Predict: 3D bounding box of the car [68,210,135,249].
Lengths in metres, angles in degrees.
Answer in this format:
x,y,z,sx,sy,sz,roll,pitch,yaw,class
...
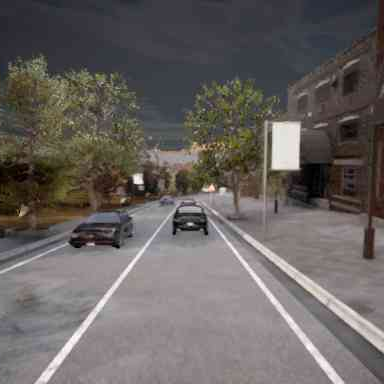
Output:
x,y,z,sx,sy,sz,roll,pitch,yaw,class
-3.766,1.543,14.925,2.033,1.411,5.357,0,0,-1,car

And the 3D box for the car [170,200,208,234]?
x,y,z,sx,sy,sz,roll,pitch,yaw,class
-0.119,1.458,19.108,1.882,1.535,5.008,0,0,-1,car

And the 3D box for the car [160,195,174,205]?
x,y,z,sx,sy,sz,roll,pitch,yaw,class
-4.225,1.307,56.392,2.097,1.767,4.553,0,0,0,car
